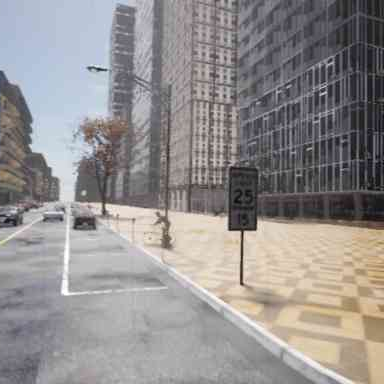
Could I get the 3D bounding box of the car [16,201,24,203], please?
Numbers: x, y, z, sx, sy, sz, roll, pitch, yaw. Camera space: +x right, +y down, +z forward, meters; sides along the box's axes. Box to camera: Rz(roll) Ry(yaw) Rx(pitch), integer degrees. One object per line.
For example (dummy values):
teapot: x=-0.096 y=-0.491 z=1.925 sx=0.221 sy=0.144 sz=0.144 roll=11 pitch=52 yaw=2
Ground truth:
car: x=-24.081 y=2.317 z=44.248 sx=1.947 sy=1.339 sz=4.313 roll=3 pitch=-2 yaw=-20

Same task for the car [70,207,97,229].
car: x=-8.507 y=2.134 z=26.247 sx=2.008 sy=1.369 sz=4.403 roll=3 pitch=-2 yaw=-20

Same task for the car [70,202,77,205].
car: x=-16.280 y=2.584 z=47.303 sx=1.752 sy=1.417 sz=4.829 roll=3 pitch=-2 yaw=-20

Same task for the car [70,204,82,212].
car: x=-22.008 y=2.962 z=62.814 sx=2.008 sy=1.369 sz=4.403 roll=3 pitch=-2 yaw=-20

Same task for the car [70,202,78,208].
car: x=-31.646 y=3.449 z=88.936 sx=1.967 sy=1.590 sz=4.097 roll=3 pitch=-2 yaw=-20

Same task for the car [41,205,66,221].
car: x=-14.424 y=2.301 z=34.740 sx=1.895 sy=1.301 sz=4.718 roll=2 pitch=-2 yaw=-20

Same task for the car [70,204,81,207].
car: x=-12.365 y=2.370 z=36.694 sx=2.008 sy=1.369 sz=4.403 roll=3 pitch=-2 yaw=-20

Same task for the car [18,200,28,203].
car: x=-25.949 y=2.392 z=49.314 sx=1.752 sy=1.417 sz=4.829 roll=3 pitch=-2 yaw=-20

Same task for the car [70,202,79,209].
car: x=-27.789 y=3.210 z=78.488 sx=1.967 sy=1.590 sz=4.097 roll=3 pitch=-2 yaw=-20

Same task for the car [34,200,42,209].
car: x=-33.714 y=2.662 z=70.375 sx=2.192 sy=1.841 sz=5.009 roll=3 pitch=-2 yaw=-20

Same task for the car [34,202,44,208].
car: x=-39.510 y=3.271 z=86.038 sx=1.947 sy=1.339 sz=4.313 roll=3 pitch=-2 yaw=-20

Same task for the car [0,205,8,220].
car: x=-20.224 y=2.066 z=33.801 sx=2.008 sy=1.369 sz=4.403 roll=3 pitch=-2 yaw=-20

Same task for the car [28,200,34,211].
car: x=-27.928 y=2.304 z=54.706 sx=2.192 sy=1.841 sz=5.009 roll=3 pitch=-2 yaw=-20

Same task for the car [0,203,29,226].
car: x=-14.960 y=1.928 z=27.028 sx=2.128 sy=1.511 sz=4.902 roll=2 pitch=-2 yaw=-20

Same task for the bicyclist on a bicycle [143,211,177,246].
bicyclist on a bicycle: x=-1.501 y=1.733 z=15.768 sx=1.656 sy=1.620 sz=0.582 roll=2 pitch=-2 yaw=-20

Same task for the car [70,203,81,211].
car: x=-23.936 y=3.082 z=68.036 sx=2.008 sy=1.369 sz=4.403 roll=3 pitch=-2 yaw=-20

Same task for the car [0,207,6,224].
car: x=-11.407 y=1.724 z=17.370 sx=1.837 sy=1.490 sz=4.892 roll=2 pitch=-2 yaw=-20
